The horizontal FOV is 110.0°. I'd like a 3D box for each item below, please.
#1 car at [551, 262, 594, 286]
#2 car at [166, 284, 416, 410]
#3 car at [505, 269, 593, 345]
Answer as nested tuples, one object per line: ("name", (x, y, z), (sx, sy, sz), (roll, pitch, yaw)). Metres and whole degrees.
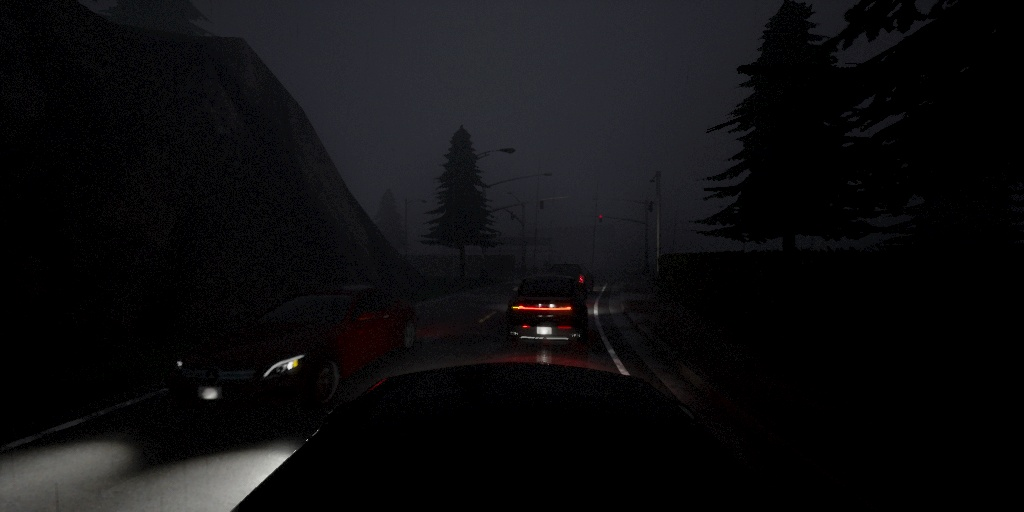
("car", (3.019, 1.102, 18.535), (2.097, 1.767, 4.553), (0, 0, 17))
("car", (-3.174, 1.276, 6.350), (1.812, 1.442, 4.674), (0, 0, 6))
("car", (1.019, 1.255, 9.614), (1.837, 1.490, 4.892), (0, 0, 9))
